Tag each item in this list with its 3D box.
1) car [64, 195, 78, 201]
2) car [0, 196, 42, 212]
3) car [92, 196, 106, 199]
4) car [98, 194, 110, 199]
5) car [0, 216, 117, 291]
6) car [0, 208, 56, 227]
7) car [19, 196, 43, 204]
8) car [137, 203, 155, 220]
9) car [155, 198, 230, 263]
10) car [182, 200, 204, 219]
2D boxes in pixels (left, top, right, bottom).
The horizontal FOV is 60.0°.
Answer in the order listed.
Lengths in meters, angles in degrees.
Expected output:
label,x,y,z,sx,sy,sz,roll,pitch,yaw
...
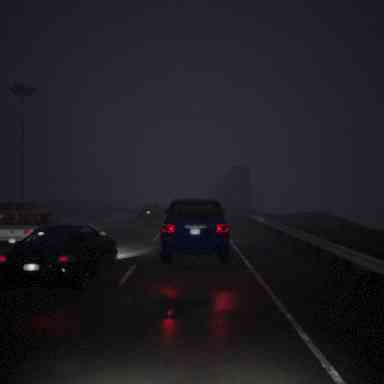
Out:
label,x,y,z,sx,sy,sz,roll,pitch,yaw
car,-27.606,1.527,76.164,1.812,1.442,4.674,0,0,1
car,-10.401,1.353,20.273,2.097,1.767,4.553,0,0,0
car,-20.670,1.554,73.385,1.994,1.385,4.181,0,0,1
car,-23.824,1.244,90.248,1.994,1.385,4.181,0,0,1
car,-3.401,1.564,9.050,1.994,1.385,4.181,0,0,0
car,-6.902,1.602,15.001,1.895,1.301,4.718,0,0,0
car,-31.373,1.543,64.914,2.033,1.411,5.357,0,0,1
car,-3.403,1.565,27.949,1.994,1.385,4.181,0,0,0
car,0.110,1.222,12.156,2.150,2.045,5.566,0,0,0
car,0.098,1.505,30.587,1.837,1.490,4.892,0,0,0
